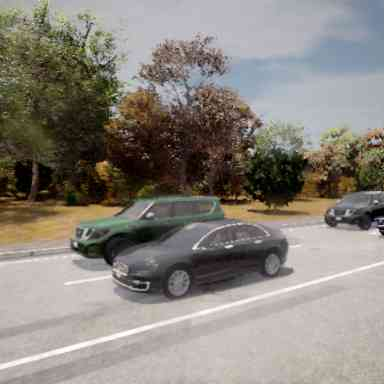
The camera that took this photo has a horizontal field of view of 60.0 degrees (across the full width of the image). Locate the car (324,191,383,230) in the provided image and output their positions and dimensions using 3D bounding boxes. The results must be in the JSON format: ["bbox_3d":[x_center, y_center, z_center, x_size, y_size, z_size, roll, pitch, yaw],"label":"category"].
[{"bbox_3d":[10.243,1.024,19.887,5.566,2.045,2.150,-2,1,-37],"label":"car"}]

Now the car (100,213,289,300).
[{"bbox_3d":[0.420,1.483,8.506,4.892,1.490,1.837,-1,1,-35],"label":"car"}]

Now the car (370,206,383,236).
[{"bbox_3d":[10.878,1.435,16.032,4.718,1.301,1.895,-1,1,-35],"label":"car"}]

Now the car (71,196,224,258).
[{"bbox_3d":[-1.241,1.196,11.603,5.566,2.045,2.150,-1,0,-35],"label":"car"}]
